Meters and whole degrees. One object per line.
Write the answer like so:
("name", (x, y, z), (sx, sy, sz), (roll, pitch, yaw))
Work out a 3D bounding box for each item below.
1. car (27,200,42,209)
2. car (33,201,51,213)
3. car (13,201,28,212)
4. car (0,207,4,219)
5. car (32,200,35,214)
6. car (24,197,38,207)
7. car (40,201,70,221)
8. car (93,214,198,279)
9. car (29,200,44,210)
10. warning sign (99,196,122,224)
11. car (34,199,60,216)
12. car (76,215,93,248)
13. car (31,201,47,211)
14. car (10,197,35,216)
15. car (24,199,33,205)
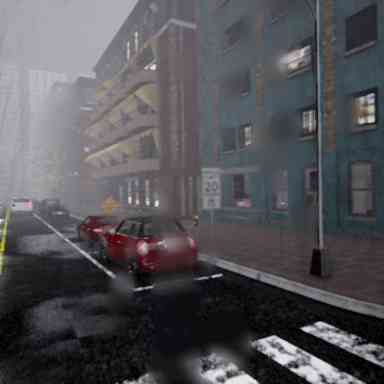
("car", (-28.032, 2.129, 59.086), (2.008, 1.369, 4.403), (-2, 1, -29))
("car", (-20.077, 1.992, 44.463), (1.802, 1.307, 4.206), (-2, 1, -29))
("car", (-25.082, 2.055, 48.517), (1.812, 1.442, 4.674), (-2, 0, -29))
("car", (-20.685, 1.978, 34.386), (1.812, 1.442, 4.674), (-2, 0, -26))
("car", (-17.427, 1.905, 39.588), (2.008, 1.369, 4.403), (-2, 1, -29))
("car", (-33.344, 2.004, 68.833), (2.192, 1.841, 5.009), (-2, 1, -29))
("car", (-12.124, 1.807, 29.840), (1.947, 1.339, 4.313), (-2, 1, -29))
("car", (-1.516, 1.454, 10.346), (1.967, 1.590, 4.097), (-2, 1, -29))
("car", (-25.380, 2.088, 54.212), (1.947, 1.339, 4.313), (-2, 1, -29))
("warning sign", (-5.640, 1.205, 22.913), (1.300, 1.860, 1.060), (-1, 0, -29))
("car", (-14.785, 1.613, 34.712), (2.192, 1.841, 5.009), (-2, 1, -29))
("car", (-4.166, 1.653, 15.220), (1.802, 1.307, 4.206), (-2, 1, -29))
("car", (-22.729, 2.048, 49.338), (1.802, 1.307, 4.206), (-2, 1, -29))
("car", (-20.127, 1.646, 39.414), (2.150, 2.045, 5.566), (-2, 0, -28))
("car", (-38.719, 2.327, 78.732), (1.752, 1.417, 4.829), (-2, 1, -29))
